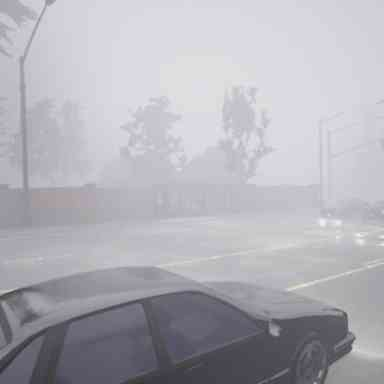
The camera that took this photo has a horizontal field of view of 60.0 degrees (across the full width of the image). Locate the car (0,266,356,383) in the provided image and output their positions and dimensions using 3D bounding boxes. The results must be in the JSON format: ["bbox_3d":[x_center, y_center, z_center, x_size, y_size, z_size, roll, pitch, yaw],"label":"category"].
[{"bbox_3d":[-0.581,1.534,3.333,5.357,1.411,2.033,-1,0,-35],"label":"car"}]

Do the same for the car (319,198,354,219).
[{"bbox_3d":[11.972,1.198,25.387,5.357,1.411,2.033,-1,1,-35],"label":"car"}]

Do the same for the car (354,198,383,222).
[{"bbox_3d":[13.067,1.146,21.875,5.008,1.535,1.882,-1,1,-35],"label":"car"}]
